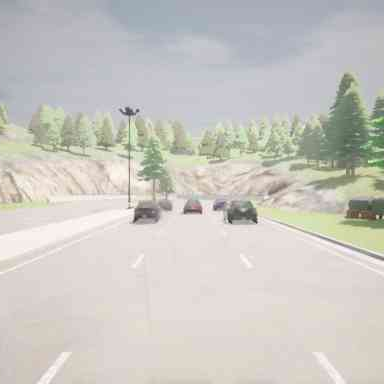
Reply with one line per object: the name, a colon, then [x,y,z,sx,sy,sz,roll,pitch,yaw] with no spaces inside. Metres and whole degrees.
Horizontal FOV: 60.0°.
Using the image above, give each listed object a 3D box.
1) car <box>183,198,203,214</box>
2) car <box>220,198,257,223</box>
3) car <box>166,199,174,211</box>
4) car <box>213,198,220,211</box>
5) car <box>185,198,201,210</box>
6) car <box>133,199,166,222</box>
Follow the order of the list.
car: [0.108,1.564,35.275,1.994,1.385,4.181,0,0,0]
car: [3.607,1.352,25.504,2.097,1.767,4.553,0,0,0]
car: [-3.378,1.563,40.810,1.994,1.385,4.181,0,0,1]
car: [3.636,1.526,41.401,1.812,1.442,4.674,0,0,0]
car: [0.166,1.547,44.516,2.033,1.411,5.357,0,0,1]
car: [-3.393,1.503,26.196,1.837,1.490,4.892,0,0,0]
